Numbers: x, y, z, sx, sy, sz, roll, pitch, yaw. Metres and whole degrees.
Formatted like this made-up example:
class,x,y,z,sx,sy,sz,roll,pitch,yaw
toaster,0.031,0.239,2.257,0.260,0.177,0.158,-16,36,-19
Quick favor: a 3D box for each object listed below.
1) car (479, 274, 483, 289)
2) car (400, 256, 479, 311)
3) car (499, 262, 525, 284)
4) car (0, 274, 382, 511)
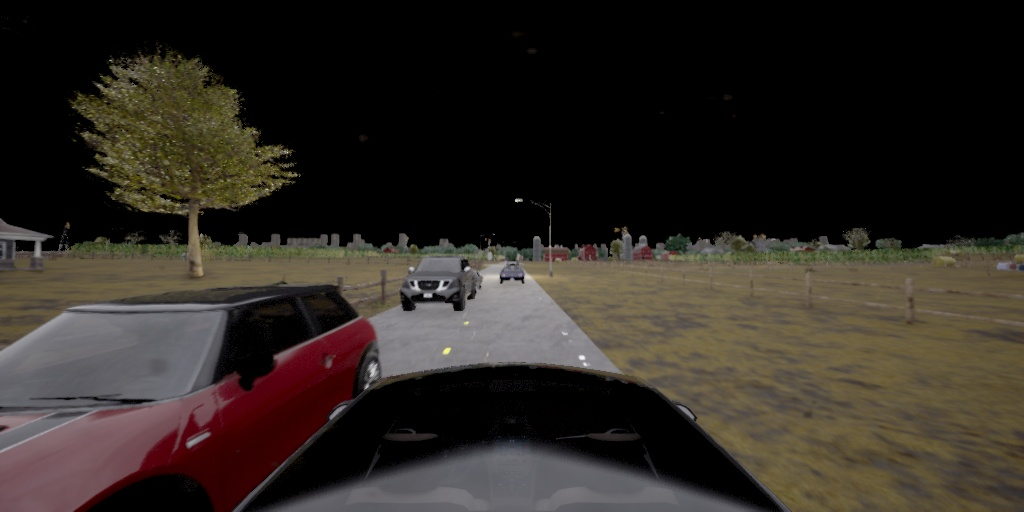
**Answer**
class,x,y,z,sx,sy,sz,roll,pitch,yaw
car,-2.746,1.445,20.460,1.895,1.301,4.718,0,0,0
car,-2.839,0.992,14.886,2.150,2.045,5.566,0,0,0
car,0.031,1.395,27.840,1.895,1.301,4.718,0,0,0
car,-2.843,1.103,3.049,2.097,1.767,4.553,0,0,0
